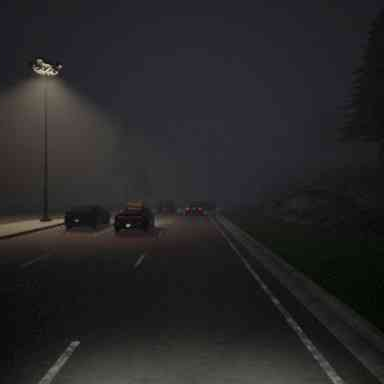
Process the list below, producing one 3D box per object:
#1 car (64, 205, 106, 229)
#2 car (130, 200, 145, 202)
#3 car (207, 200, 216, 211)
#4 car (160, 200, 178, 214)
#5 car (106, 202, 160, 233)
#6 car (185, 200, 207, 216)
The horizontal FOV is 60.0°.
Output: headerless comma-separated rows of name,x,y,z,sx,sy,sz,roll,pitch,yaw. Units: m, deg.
car,-6.912,1.589,22.434,1.882,1.535,5.008,0,0,0
car,-6.324,1.671,38.928,1.882,1.535,5.008,0,0,6
car,1.949,1.784,44.390,1.994,1.385,4.181,0,0,14
car,-2.797,1.685,39.014,2.128,1.511,4.902,0,0,7
car,-3.412,1.592,20.294,2.128,1.511,4.902,0,0,0
car,0.314,1.721,34.984,2.033,1.411,5.357,0,0,3
